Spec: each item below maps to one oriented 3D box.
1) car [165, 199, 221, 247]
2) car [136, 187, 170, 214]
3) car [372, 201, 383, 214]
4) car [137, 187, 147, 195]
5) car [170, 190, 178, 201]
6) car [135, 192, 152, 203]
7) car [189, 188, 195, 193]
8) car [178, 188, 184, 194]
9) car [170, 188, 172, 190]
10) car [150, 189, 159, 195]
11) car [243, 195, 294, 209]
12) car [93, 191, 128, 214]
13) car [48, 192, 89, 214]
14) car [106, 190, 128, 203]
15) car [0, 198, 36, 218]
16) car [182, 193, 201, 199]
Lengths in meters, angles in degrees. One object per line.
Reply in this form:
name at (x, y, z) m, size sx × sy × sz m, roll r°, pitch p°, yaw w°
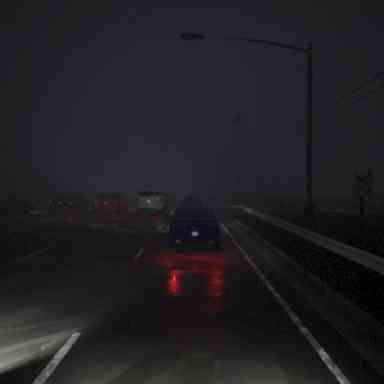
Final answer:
car at (0.101, 1.246, 13.838) m, size 1.882 × 1.535 × 5.008 m, roll 0°, pitch 1°, yaw 0°
car at (-3.398, 0.738, 28.994) m, size 2.150 × 2.045 × 5.566 m, roll 0°, pitch 1°, yaw 0°
car at (17.592, 1.023, 27.278) m, size 5.008 × 1.535 × 1.882 m, roll 0°, pitch 1°, yaw 28°
car at (-13.995, -0.346, 93.561) m, size 2.150 × 2.045 × 5.566 m, roll 0°, pitch 1°, yaw 0°
car at (-3.399, 0.771, 47.669) m, size 1.994 × 1.385 × 4.181 m, roll 0°, pitch 1°, yaw 0°
car at (-6.911, 0.730, 47.844) m, size 1.812 × 1.442 × 4.674 m, roll 0°, pitch 1°, yaw 0°
car at (0.005, 0.028, 93.984) m, size 1.895 × 1.301 × 4.718 m, roll 0°, pitch 1°, yaw 0°
car at (-3.495, -0.054, 94.091) m, size 1.812 × 1.442 × 4.674 m, roll 0°, pitch 1°, yaw 0°
car at (-6.995, -0.015, 93.920) m, size 1.994 × 1.385 × 4.181 m, roll 0°, pitch 1°, yaw 0°
car at (-10.495, -0.071, 93.536) m, size 1.837 × 1.490 × 4.892 m, roll 0°, pitch 1°, yaw 0°
car at (7.871, 0.971, 34.641) m, size 2.033 × 1.411 × 5.357 m, roll -1°, pitch 1°, yaw -43°
car at (-6.900, 0.874, 28.675) m, size 2.097 × 1.767 × 4.553 m, roll 0°, pitch 1°, yaw 0°
car at (-10.398, 0.880, 28.343) m, size 2.097 × 1.767 × 4.553 m, roll 0°, pitch 1°, yaw 0°
car at (-10.396, 0.580, 46.443) m, size 2.097 × 1.767 × 4.553 m, roll 0°, pitch 1°, yaw 0°
car at (-13.899, 1.128, 25.124) m, size 2.033 × 1.411 × 5.357 m, roll 0°, pitch 1°, yaw 0°
car at (0.105, 1.081, 28.003) m, size 2.033 × 1.411 × 5.357 m, roll 0°, pitch 1°, yaw -1°
